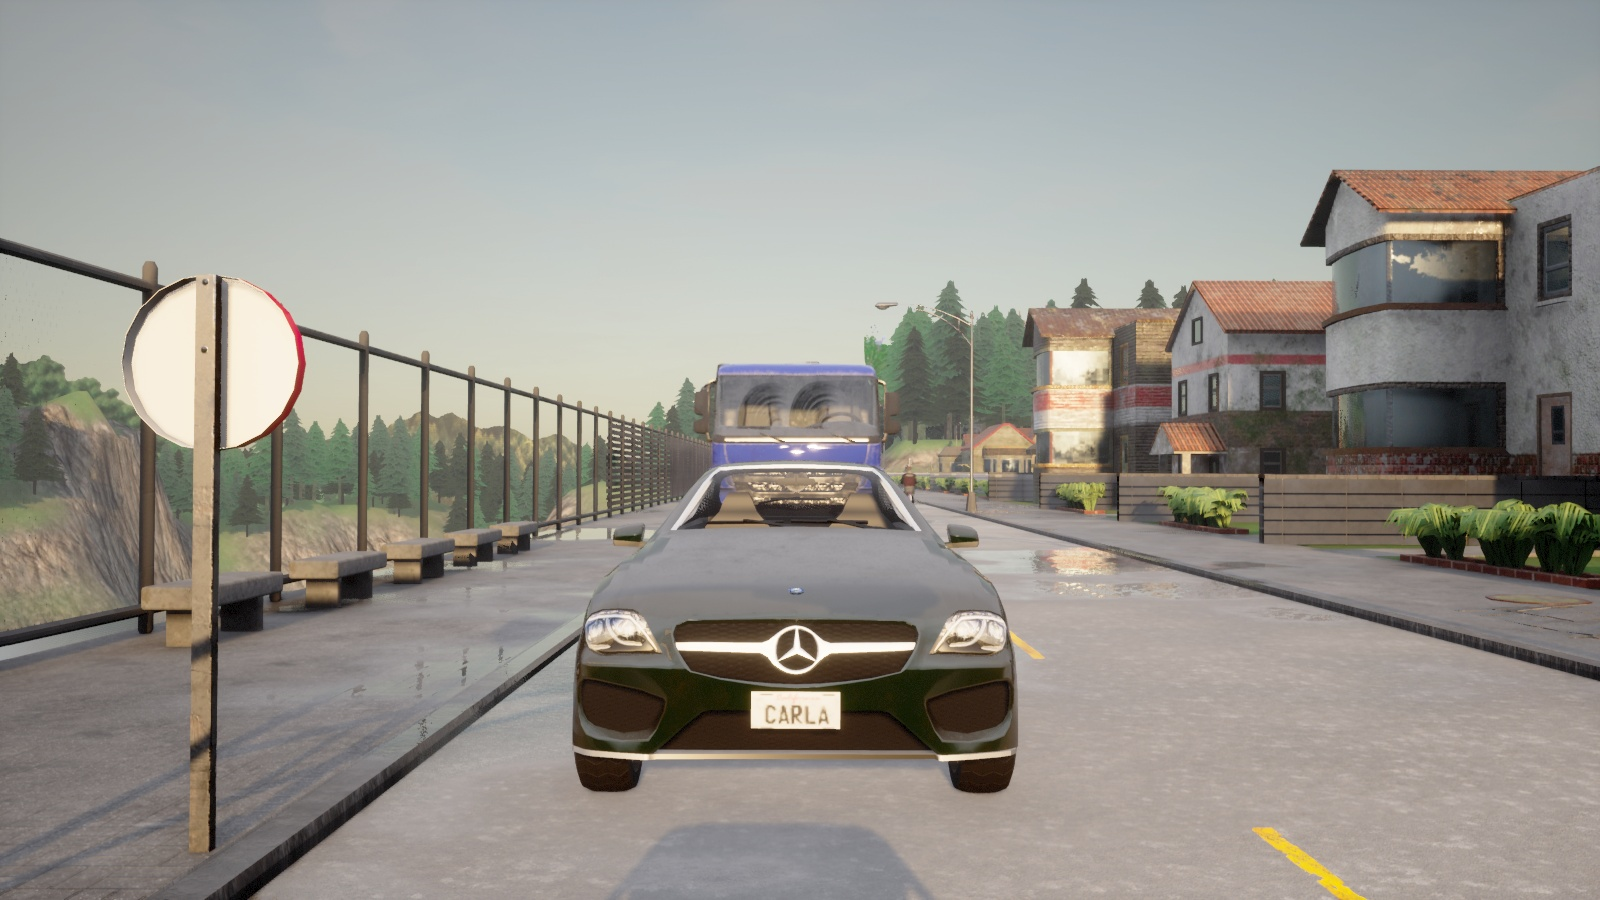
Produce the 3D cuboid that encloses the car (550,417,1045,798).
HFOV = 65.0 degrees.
[{"bbox_3d":[-0.021,0.727,7.996,2.152,1.651,5.027,0,-1,0],"label":"car"}]

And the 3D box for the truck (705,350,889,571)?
[{"bbox_3d":[-0.063,0.231,23.740,2.891,3.462,7.936,0,-1,0],"label":"truck"}]
